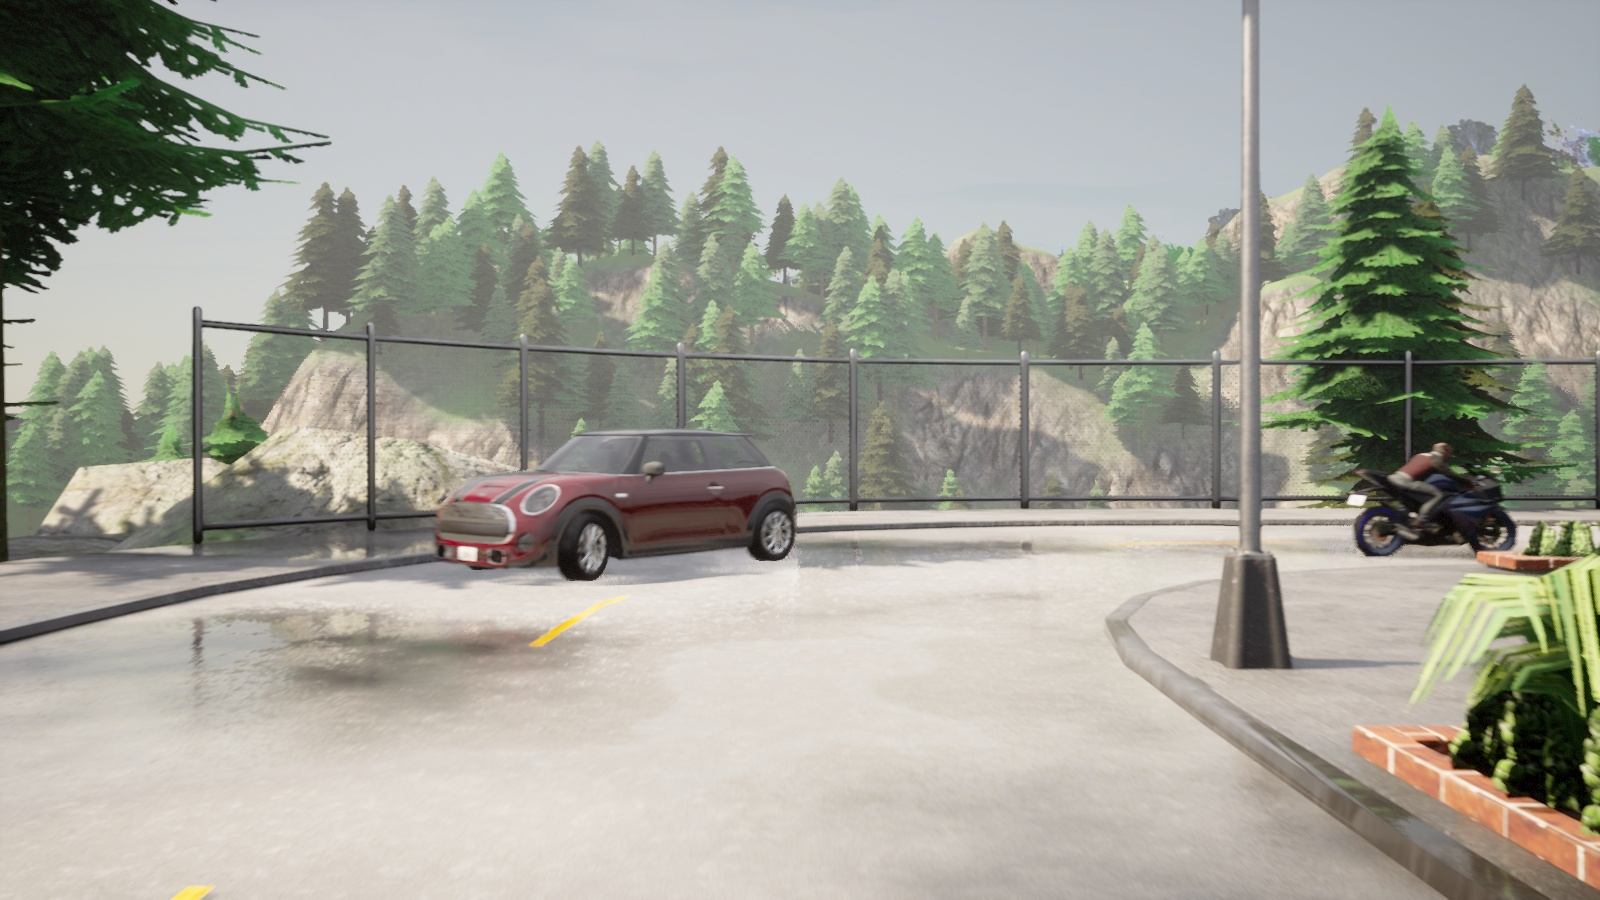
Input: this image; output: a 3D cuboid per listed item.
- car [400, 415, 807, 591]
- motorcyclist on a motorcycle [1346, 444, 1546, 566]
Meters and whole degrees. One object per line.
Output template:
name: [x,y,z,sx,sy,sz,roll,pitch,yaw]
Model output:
car: [-2.180,0.520,15.036,2.097,1.767,4.553,0,1,40]
motorcyclist on a motorcycle: [8.420,0.696,16.416,2.191,1.530,0.866,0,1,-5]
